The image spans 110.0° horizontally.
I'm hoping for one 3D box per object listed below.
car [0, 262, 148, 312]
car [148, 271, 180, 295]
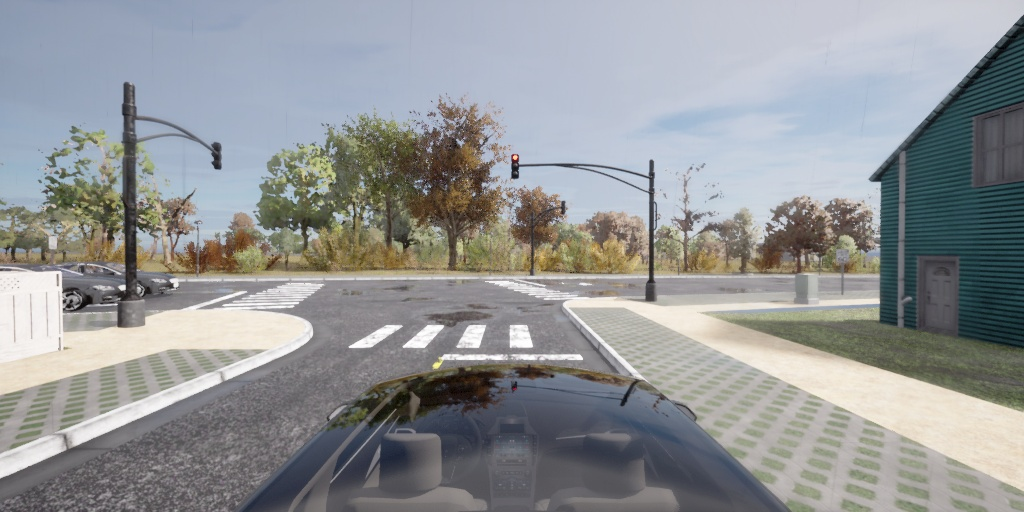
[{"bbox_3d":[-15.957,1.018,11.872,4.902,1.511,2.128,1,0,-22],"label":"car"},{"bbox_3d":[-17.113,0.989,14.922,4.902,1.511,2.128,1,0,-22],"label":"car"}]
